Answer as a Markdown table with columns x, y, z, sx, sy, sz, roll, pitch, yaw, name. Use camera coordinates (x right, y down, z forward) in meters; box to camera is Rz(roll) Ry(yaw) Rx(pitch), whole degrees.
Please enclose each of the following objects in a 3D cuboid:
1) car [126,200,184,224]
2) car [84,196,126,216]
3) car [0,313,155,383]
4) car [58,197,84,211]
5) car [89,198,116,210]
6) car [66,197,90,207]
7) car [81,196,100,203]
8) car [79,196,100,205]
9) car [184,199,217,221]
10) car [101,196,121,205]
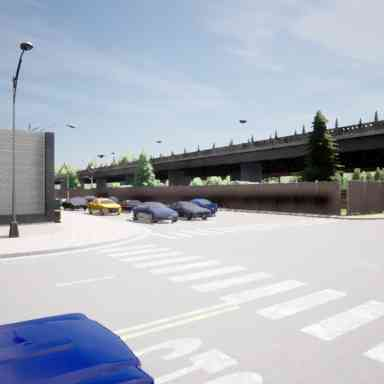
| x | y | z | sx | sy | sz | roll | pitch | yaw | name |
| --- | --- | --- | --- | --- | --- | --- | --- | --- | --- |
| -2.806 | 1.471 | 24.399 | 1.812 | 1.442 | 4.674 | 0 | 0 | -36 | car |
| -8.589 | 1.423 | 32.486 | 1.882 | 1.535 | 5.008 | 0 | 0 | -36 | car |
| -2.532 | 1.601 | 1.970 | 4.718 | 1.301 | 1.895 | 0 | 0 | -36 | car |
| -14.295 | 1.493 | 40.480 | 2.033 | 1.411 | 5.357 | 0 | 0 | -35 | car |
| -11.455 | 1.472 | 42.542 | 1.812 | 1.442 | 4.674 | 0 | 0 | -36 | car |
| -17.487 | 1.494 | 50.985 | 2.033 | 1.411 | 5.357 | 0 | 0 | -35 | car |
| -20.747 | 1.490 | 67.791 | 2.033 | 1.411 | 5.357 | 0 | 0 | -36 | car |
| -17.915 | 1.424 | 57.908 | 1.882 | 1.535 | 5.008 | 0 | 0 | -36 | car |
| -0.630 | 1.494 | 27.366 | 2.033 | 1.411 | 5.357 | 0 | 0 | -36 | car |
| -14.497 | 1.511 | 59.146 | 1.994 | 1.385 | 4.181 | 0 | 0 | -36 | car |
